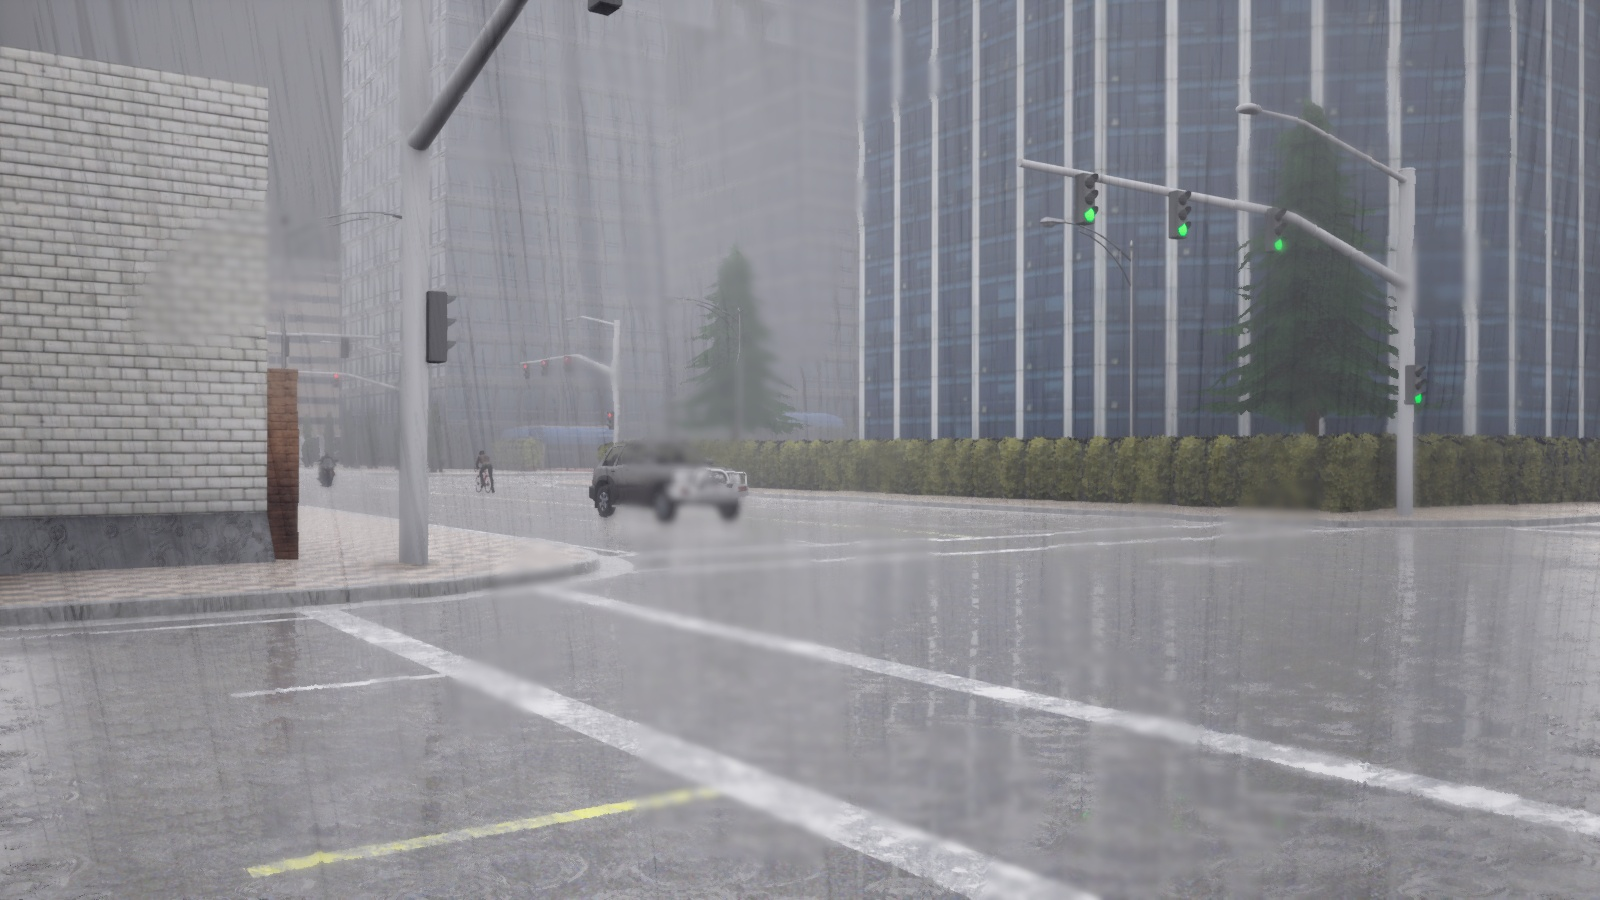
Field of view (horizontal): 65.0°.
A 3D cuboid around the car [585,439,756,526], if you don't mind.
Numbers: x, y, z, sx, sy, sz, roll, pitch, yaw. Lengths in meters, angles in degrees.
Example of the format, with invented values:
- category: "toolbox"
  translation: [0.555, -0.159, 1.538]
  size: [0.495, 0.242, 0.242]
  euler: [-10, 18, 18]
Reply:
- category: "car"
  translation: [-3.097, 0.695, 29.092]
  size: [1.932, 1.855, 4.605]
  euler: [0, 0, -35]

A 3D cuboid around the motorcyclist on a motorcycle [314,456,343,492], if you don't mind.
- category: "motorcyclist on a motorcycle"
  translation: [-20.153, 1.009, 53.654]
  size: [0.866, 1.530, 2.191]
  euler: [1, 0, -28]
